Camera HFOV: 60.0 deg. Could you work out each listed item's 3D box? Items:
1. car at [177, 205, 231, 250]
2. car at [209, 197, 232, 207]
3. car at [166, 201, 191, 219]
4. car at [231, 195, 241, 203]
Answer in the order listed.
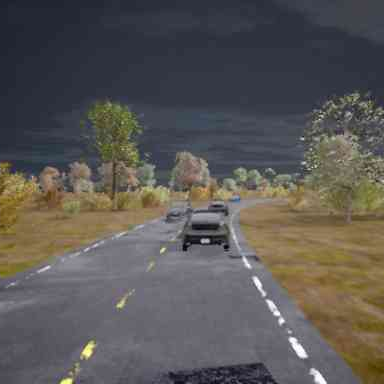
[{"bbox_3d":[0.628,1.528,14.420,1.837,1.490,4.892,0,0,3],"label":"car"},{"bbox_3d":[2.652,1.549,32.354,1.837,1.490,4.892,0,0,9],"label":"car"},{"bbox_3d":[-1.017,1.545,29.372,1.837,1.490,4.892,0,0,8],"label":"car"},{"bbox_3d":[8.938,1.499,69.710,1.882,1.535,5.008,0,0,19],"label":"car"}]
